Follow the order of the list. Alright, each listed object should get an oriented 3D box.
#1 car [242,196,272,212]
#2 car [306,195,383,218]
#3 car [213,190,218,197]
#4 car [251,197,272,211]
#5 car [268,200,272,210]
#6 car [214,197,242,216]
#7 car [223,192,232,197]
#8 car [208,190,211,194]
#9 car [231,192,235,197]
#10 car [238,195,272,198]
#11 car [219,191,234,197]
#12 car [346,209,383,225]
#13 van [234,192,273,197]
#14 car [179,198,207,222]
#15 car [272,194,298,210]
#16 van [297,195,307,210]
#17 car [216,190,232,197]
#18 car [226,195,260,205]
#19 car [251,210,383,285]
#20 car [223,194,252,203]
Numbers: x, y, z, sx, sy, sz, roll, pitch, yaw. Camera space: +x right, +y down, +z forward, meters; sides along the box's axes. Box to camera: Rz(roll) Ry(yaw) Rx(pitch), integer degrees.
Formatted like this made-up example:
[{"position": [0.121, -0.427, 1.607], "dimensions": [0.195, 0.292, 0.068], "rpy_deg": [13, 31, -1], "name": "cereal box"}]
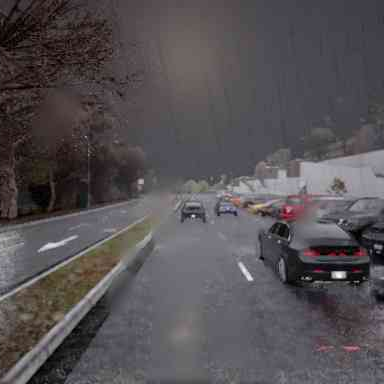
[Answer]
[{"position": [7.897, 1.412, 32.004], "dimensions": [5.366, 1.575, 1.946], "rpy_deg": [1, 1, -20], "name": "car"}, {"position": [8.048, 1.226, 14.152], "dimensions": [5.566, 2.045, 2.435], "rpy_deg": [1, 0, -20], "name": "car"}, {"position": [8.097, 0.663, 70.866], "dimensions": [5.566, 2.045, 2.435], "rpy_deg": [1, 0, -20], "name": "car"}, {"position": [8.042, 1.467, 29.077], "dimensions": [4.792, 1.488, 2.163], "rpy_deg": [1, 1, -20], "name": "car"}, {"position": [8.066, 1.502, 23.120], "dimensions": [4.674, 1.452, 2.002], "rpy_deg": [1, 0, -20], "name": "car"}, {"position": [3.099, 1.480, 31.227], "dimensions": [2.033, 1.411, 5.357], "rpy_deg": [0, 0, 0], "name": "car"}, {"position": [7.895, 1.197, 49.914], "dimensions": [5.366, 1.575, 1.946], "rpy_deg": [0, 1, -20], "name": "car"}, {"position": [7.895, 0.741, 88.681], "dimensions": [5.366, 1.575, 1.946], "rpy_deg": [1, 1, -20], "name": "car"}, {"position": [8.041, 1.164, 44.003], "dimensions": [4.553, 1.767, 2.185], "rpy_deg": [0, 1, -20], "name": "car"}, {"position": [8.064, 1.403, 38.046], "dimensions": [4.674, 1.452, 2.002], "rpy_deg": [1, 0, -20], "name": "car"}, {"position": [7.896, 1.103, 55.879], "dimensions": [5.366, 1.575, 1.946], "rpy_deg": [0, 1, -20], "name": "car"}, {"position": [8.064, 1.481, 11.183], "dimensions": [4.892, 1.521, 2.231], "rpy_deg": [1, 0, -20], "name": "car"}, {"position": [7.964, 1.104, 40.975], "dimensions": [4.442, 1.987, 1.878], "rpy_deg": [0, 1, -20], "name": "van"}, {"position": [0.099, 1.467, 26.224], "dimensions": [1.837, 1.490, 4.892], "rpy_deg": [0, 0, 0], "name": "car"}, {"position": [8.099, 1.220, 20.148], "dimensions": [5.566, 2.045, 2.435], "rpy_deg": [1, 0, -20], "name": "car"}, {"position": [7.965, 1.247, 17.105], "dimensions": [4.442, 1.987, 1.878], "rpy_deg": [1, 0, -20], "name": "van"}, {"position": [8.078, 0.950, 67.868], "dimensions": [4.892, 1.521, 2.231], "rpy_deg": [1, 1, -20], "name": "car"}, {"position": [8.095, 1.185, 52.976], "dimensions": [4.792, 1.488, 2.163], "rpy_deg": [0, 1, -20], "name": "car"}, {"position": [3.100, 1.496, 9.436], "dimensions": [1.837, 1.490, 4.892], "rpy_deg": [0, 0, 0], "name": "car"}, {"position": [8.064, 1.105, 58.928], "dimensions": [4.674, 1.452, 2.002], "rpy_deg": [0, 1, -20], "name": "car"}]
